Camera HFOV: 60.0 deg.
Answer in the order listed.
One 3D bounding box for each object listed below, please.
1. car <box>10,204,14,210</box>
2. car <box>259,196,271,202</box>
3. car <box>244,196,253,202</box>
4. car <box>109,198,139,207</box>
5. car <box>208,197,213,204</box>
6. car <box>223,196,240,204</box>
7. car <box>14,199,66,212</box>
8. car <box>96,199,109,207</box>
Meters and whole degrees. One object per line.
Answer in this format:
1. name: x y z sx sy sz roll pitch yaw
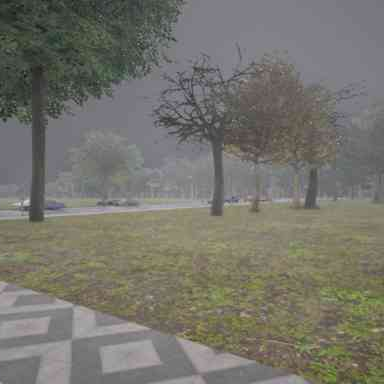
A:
1. car: -20.592 1.627 42.445 1.812 1.442 4.674 -1 0 35
2. car: 17.317 1.666 78.839 1.994 1.385 4.181 -1 -1 35
3. car: 14.063 1.669 79.870 1.812 1.442 4.674 -1 -1 35
4. car: -10.191 1.650 51.450 1.994 1.385 4.181 -1 -1 35
5. car: 4.955 1.663 66.865 1.994 1.385 4.181 -1 -1 35
6. car: 7.613 1.569 64.993 1.837 1.490 4.892 -1 -1 35
7. car: -18.074 1.613 40.369 2.033 1.411 5.357 -1 0 35
8. car: -12.970 1.721 53.154 1.895 1.301 4.718 -1 -1 35
